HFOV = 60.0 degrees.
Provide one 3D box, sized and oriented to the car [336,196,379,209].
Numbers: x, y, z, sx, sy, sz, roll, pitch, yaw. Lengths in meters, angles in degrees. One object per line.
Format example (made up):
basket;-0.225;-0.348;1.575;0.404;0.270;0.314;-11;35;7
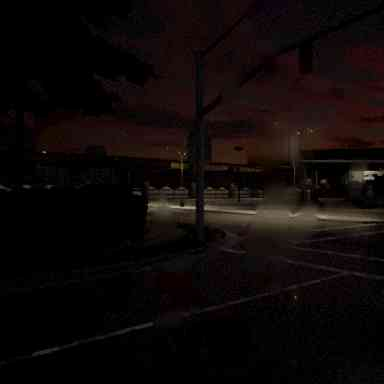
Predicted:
car;21.112;1.295;43.268;2.242;1.667;4.611;0;0;-35

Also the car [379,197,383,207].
car;25.378;1.456;47.192;1.970;1.475;3.806;0;0;-35
